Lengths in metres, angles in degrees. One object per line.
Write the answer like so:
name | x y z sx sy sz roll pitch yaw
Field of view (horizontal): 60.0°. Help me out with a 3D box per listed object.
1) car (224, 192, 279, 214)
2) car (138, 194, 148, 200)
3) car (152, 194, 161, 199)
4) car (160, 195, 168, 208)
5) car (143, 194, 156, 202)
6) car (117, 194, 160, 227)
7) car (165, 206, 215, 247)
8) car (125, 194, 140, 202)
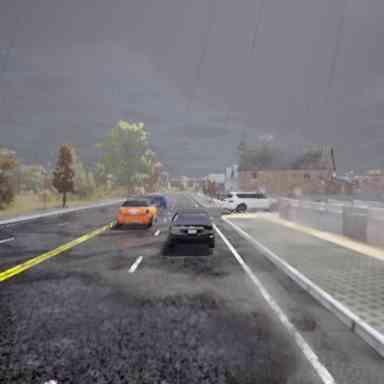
car | 5.855 1.011 31.859 5.566 2.045 2.150 0 -1 -12
car | -11.639 1.056 78.798 1.895 1.301 4.718 0 0 -2
car | -8.392 1.051 78.927 1.895 1.301 4.718 0 0 -2
car | -3.947 1.218 40.175 1.882 1.535 5.008 0 0 -2
car | -7.975 1.145 63.143 1.994 1.385 4.181 0 0 -1
car | -3.447 1.216 21.544 2.097 1.767 4.553 0 0 -1
car | -0.040 1.455 14.422 2.033 1.411 5.357 0 0 -1
car | -11.219 1.083 63.014 2.128 1.511 4.902 0 0 -1
